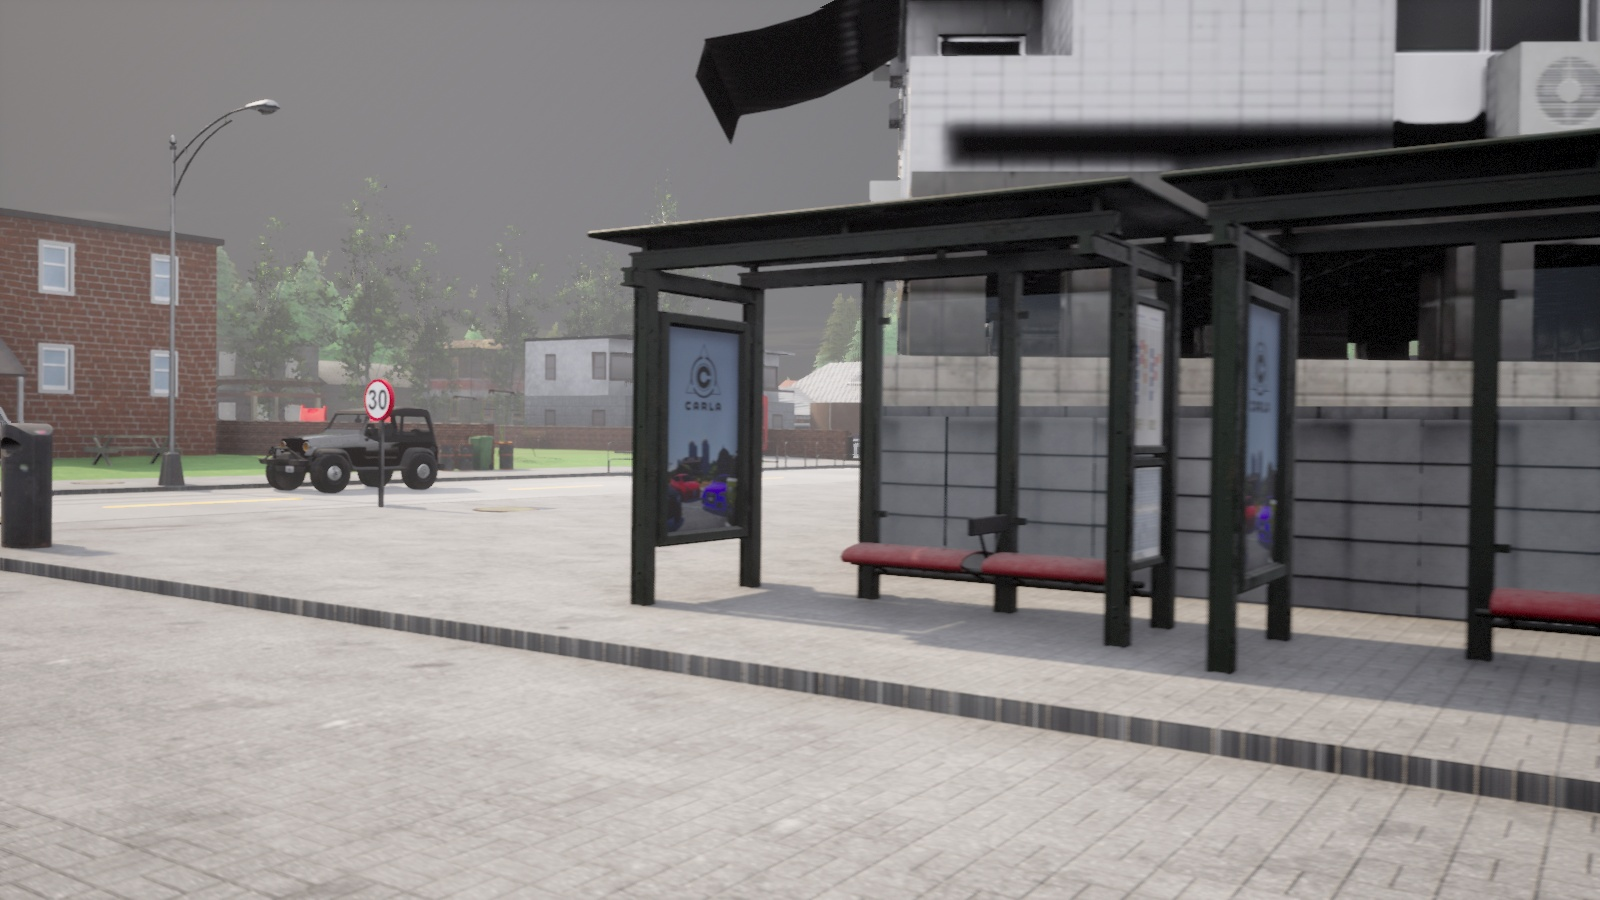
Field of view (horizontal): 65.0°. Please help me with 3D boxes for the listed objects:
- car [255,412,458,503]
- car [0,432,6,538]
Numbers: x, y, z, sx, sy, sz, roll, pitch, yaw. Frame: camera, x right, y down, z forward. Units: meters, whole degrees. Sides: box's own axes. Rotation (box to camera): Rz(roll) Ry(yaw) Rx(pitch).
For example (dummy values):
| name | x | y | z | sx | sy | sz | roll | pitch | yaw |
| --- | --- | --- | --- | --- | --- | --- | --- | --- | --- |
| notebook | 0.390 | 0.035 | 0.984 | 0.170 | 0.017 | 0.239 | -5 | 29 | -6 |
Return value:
| name | x | y | z | sx | sy | sz | roll | pitch | yaw |
| --- | --- | --- | --- | --- | --- | --- | --- | --- | --- |
| car | -9.758 | 0.115 | 27.876 | 1.905 | 1.878 | 3.866 | 0 | 1 | 34 |
| car | -12.820 | 0.540 | 15.661 | 1.837 | 1.490 | 4.892 | -1 | 1 | 17 |
